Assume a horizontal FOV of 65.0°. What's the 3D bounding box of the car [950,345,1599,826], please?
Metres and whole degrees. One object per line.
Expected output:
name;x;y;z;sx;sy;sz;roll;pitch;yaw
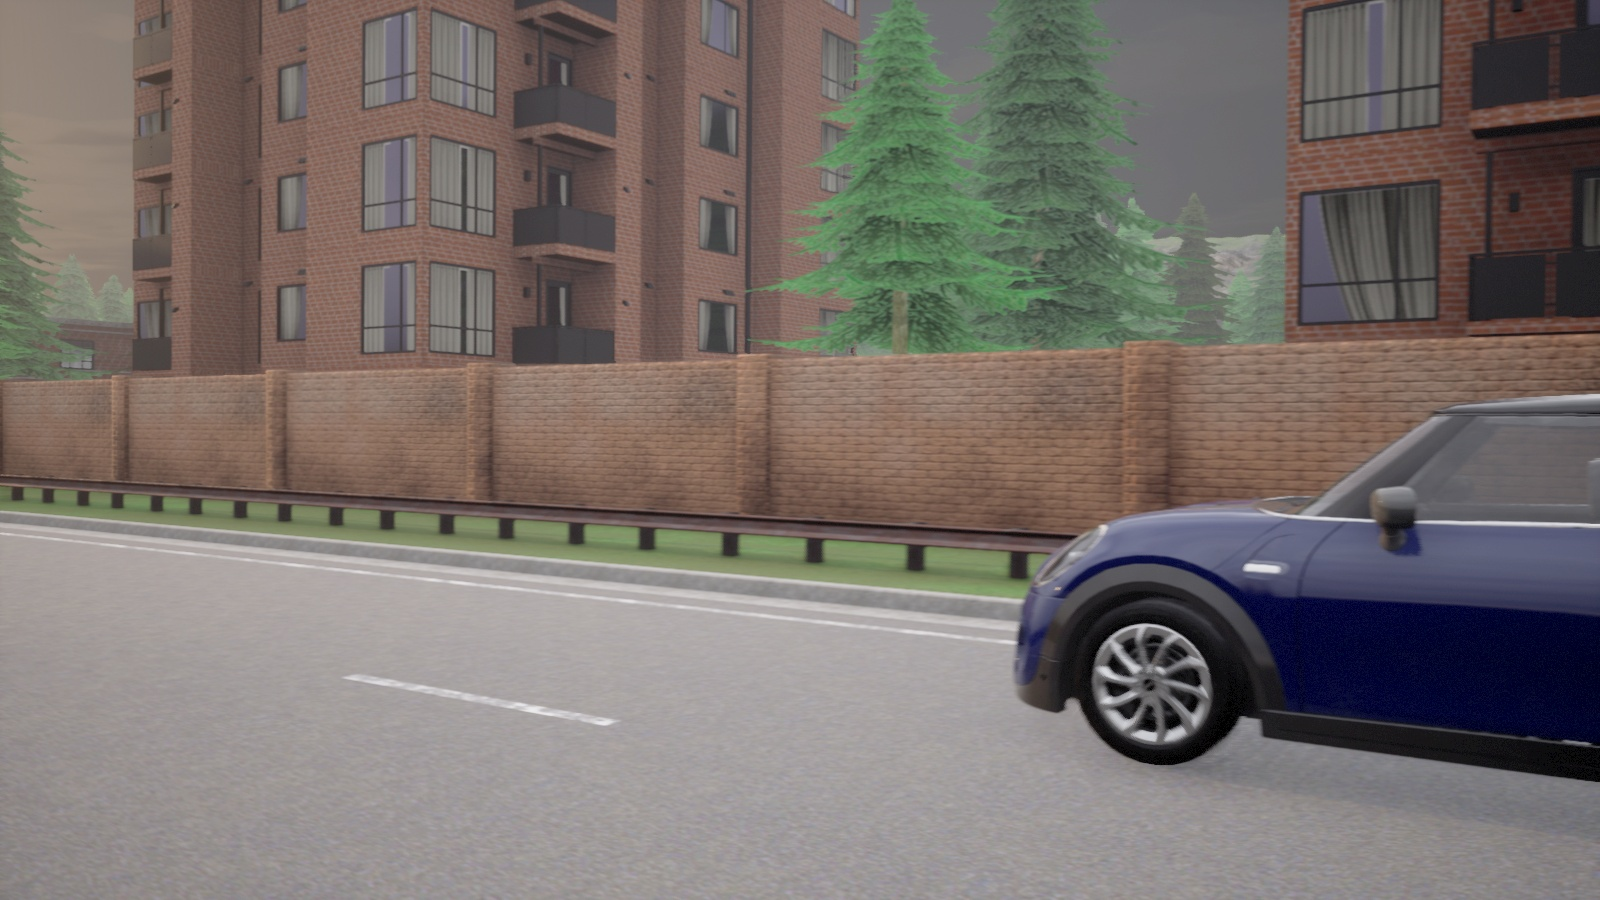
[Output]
car;3.207;0.483;5.692;4.553;1.767;2.097;0;1;34

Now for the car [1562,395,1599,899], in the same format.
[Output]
car;3.186;0.647;1.506;3.806;1.475;1.970;0;1;34
